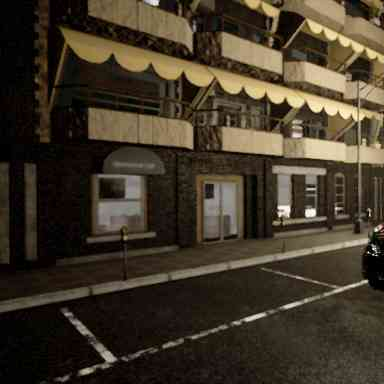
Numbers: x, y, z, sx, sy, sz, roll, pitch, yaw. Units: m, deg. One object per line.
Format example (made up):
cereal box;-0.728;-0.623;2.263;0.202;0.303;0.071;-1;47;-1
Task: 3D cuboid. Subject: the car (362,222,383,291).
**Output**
car;6.234;1.168;7.734;5.566;2.045;2.150;0;0;-36

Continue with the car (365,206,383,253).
car;8.710;1.356;12.815;4.097;1.590;1.967;0;0;-36
